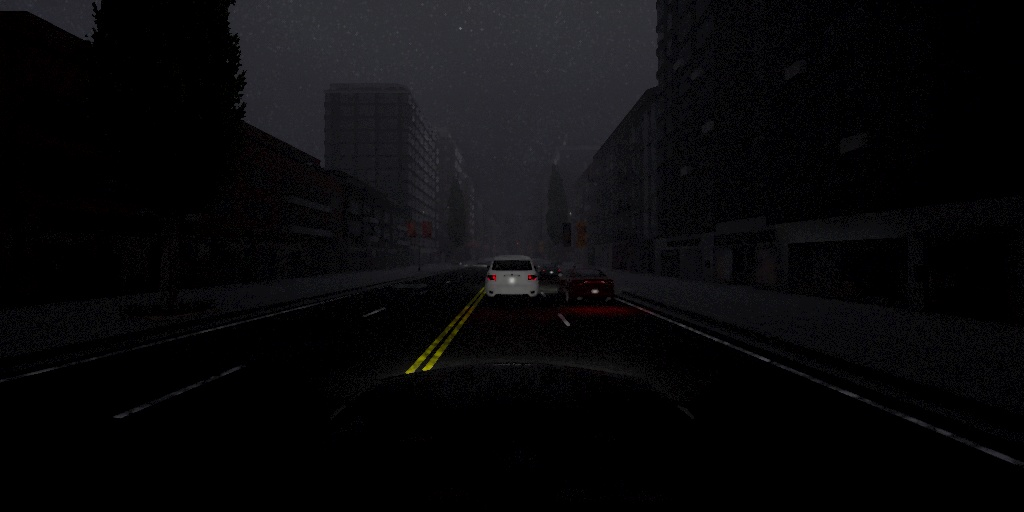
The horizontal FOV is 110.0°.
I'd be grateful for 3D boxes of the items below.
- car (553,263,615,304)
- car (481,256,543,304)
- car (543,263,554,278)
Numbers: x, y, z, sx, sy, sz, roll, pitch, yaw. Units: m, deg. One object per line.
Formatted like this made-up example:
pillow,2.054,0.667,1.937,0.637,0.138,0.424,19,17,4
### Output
car,3.250,1.234,16.500,1.882,1.535,5.008,0,0,0
car,0.000,1.006,16.530,2.150,2.045,5.566,0,0,0
car,3.250,1.318,31.499,1.994,1.385,4.181,0,0,0
